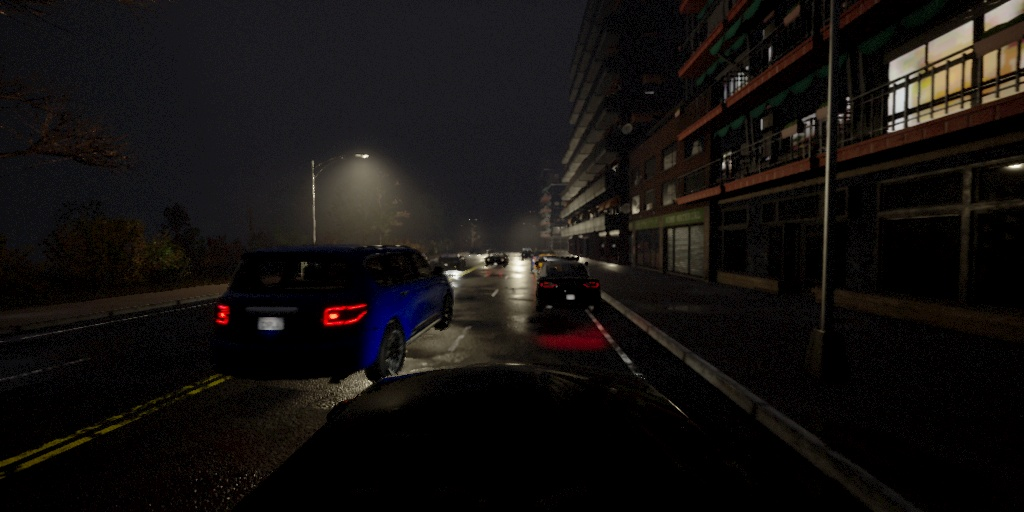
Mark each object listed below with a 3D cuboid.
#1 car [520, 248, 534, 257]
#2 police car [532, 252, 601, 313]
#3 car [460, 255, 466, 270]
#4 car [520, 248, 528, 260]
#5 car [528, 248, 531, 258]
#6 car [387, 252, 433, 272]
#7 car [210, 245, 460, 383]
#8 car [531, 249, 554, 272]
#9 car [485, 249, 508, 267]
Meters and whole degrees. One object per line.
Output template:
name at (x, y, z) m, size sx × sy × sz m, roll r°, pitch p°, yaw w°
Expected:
car at (2.472, -0.642, 60.443) m, size 2.128 × 1.511 × 4.902 m, roll 0°, pitch 2°, yaw 1°
police car at (1.733, 0.826, 12.273) m, size 1.930 × 1.638 × 5.238 m, roll 0°, pitch 2°, yaw 3°
car at (-5.003, 0.435, 29.532) m, size 1.994 × 1.385 × 4.181 m, roll 0°, pitch 2°, yaw 2°
car at (2.278, -0.191, 49.616) m, size 1.895 × 1.301 × 4.718 m, roll 0°, pitch 2°, yaw 2°
car at (2.526, 0.238, 28.188) m, size 2.097 × 1.767 × 4.553 m, roll 0°, pitch 2°, yaw 2°
car at (-8.253, 0.431, 29.523) m, size 2.033 × 1.411 × 5.357 m, roll 0°, pitch 2°, yaw 2°
car at (-2.718, 0.811, 6.965) m, size 2.150 × 2.045 × 5.566 m, roll 0°, pitch 2°, yaw 4°
car at (2.264, 0.528, 22.388) m, size 1.801 × 1.575 × 5.366 m, roll 0°, pitch 2°, yaw 3°
car at (-1.369, 0.317, 33.965) m, size 1.895 × 1.301 × 4.718 m, roll 0°, pitch 2°, yaw 2°
